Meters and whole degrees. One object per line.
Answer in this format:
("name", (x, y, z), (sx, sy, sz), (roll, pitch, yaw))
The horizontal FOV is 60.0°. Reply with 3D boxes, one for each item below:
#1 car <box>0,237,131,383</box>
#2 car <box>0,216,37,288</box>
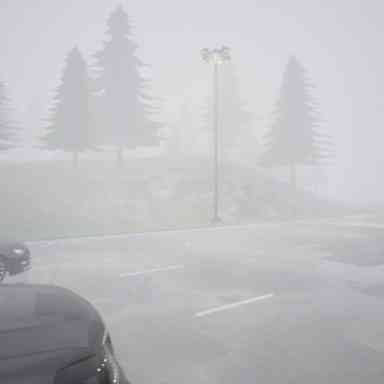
("car", (-3.059, 1.222, 1.564), (5.566, 2.045, 2.150), (0, 0, -36))
("car", (-6.471, 1.492, 7.728), (4.902, 1.511, 2.128), (0, 0, -35))
